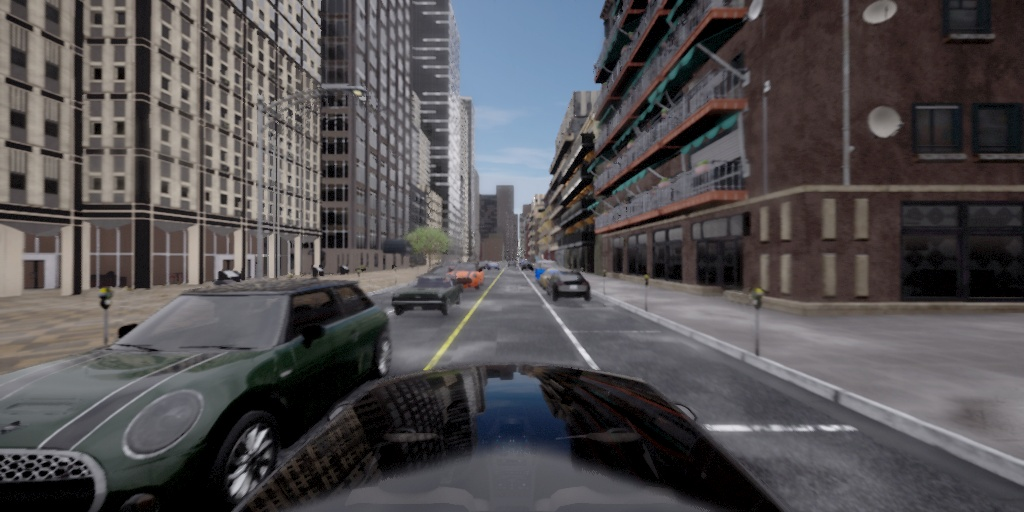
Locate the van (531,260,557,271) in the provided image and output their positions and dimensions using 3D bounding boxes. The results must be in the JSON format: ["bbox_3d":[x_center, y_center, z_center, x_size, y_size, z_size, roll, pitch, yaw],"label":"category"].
[{"bbox_3d":[2.700,1.253,28.764,1.690,1.789,3.998,0,0,0],"label":"van"}]

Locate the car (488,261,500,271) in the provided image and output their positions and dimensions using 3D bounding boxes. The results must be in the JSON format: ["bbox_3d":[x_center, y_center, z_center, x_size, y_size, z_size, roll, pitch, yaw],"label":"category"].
[{"bbox_3d":[-3.031,1.641,59.146,1.812,1.442,4.674,0,0,1],"label":"car"}]

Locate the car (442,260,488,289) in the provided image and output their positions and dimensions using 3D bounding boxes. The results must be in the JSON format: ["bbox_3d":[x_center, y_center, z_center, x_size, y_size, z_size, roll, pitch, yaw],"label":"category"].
[{"bbox_3d":[-3.039,1.235,24.031,2.097,1.767,4.553,0,0,1],"label":"car"}]

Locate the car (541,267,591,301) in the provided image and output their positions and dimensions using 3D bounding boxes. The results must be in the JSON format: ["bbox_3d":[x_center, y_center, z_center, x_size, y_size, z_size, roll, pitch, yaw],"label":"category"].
[{"bbox_3d":[2.696,1.410,17.718,1.948,1.339,4.313,0,0,0],"label":"car"}]

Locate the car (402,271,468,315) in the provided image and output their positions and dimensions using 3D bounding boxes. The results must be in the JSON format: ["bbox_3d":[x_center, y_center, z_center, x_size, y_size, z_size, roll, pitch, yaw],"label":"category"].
[{"bbox_3d":[-3.088,1.422,14.012,1.895,1.301,4.718,0,0,0],"label":"car"}]

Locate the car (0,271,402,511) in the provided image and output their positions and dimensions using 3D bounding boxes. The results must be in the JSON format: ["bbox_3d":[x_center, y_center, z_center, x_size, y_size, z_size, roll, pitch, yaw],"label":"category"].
[{"bbox_3d":[-3.096,1.116,4.266,2.097,1.767,4.553,0,0,0],"label":"car"}]

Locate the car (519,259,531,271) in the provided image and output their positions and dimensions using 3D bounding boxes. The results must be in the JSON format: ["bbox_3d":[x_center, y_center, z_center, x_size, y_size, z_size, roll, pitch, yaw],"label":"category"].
[{"bbox_3d":[2.376,1.611,57.758,1.837,1.490,4.892,0,0,0],"label":"car"}]

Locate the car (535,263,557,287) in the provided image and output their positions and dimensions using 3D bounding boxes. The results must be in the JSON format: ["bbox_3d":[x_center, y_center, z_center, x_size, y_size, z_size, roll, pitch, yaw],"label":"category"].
[{"bbox_3d":[2.698,1.403,23.411,1.751,1.417,4.829,0,0,0],"label":"car"}]

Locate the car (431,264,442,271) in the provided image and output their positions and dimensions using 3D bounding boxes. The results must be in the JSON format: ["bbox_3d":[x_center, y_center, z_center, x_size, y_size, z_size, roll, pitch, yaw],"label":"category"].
[{"bbox_3d":[-5.681,1.478,28.767,1.948,1.339,4.313,0,0,0],"label":"car"}]
